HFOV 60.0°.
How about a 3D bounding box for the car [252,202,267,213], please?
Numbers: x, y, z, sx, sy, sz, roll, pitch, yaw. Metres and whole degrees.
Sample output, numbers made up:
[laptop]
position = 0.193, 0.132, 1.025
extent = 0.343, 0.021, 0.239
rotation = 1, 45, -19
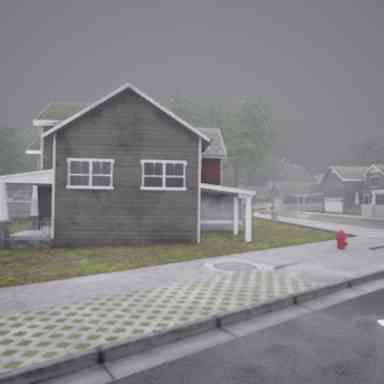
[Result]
[car]
position = 10.554, 2.479, 53.959
extent = 2.097, 1.767, 4.553
rotation = 1, -2, -8
